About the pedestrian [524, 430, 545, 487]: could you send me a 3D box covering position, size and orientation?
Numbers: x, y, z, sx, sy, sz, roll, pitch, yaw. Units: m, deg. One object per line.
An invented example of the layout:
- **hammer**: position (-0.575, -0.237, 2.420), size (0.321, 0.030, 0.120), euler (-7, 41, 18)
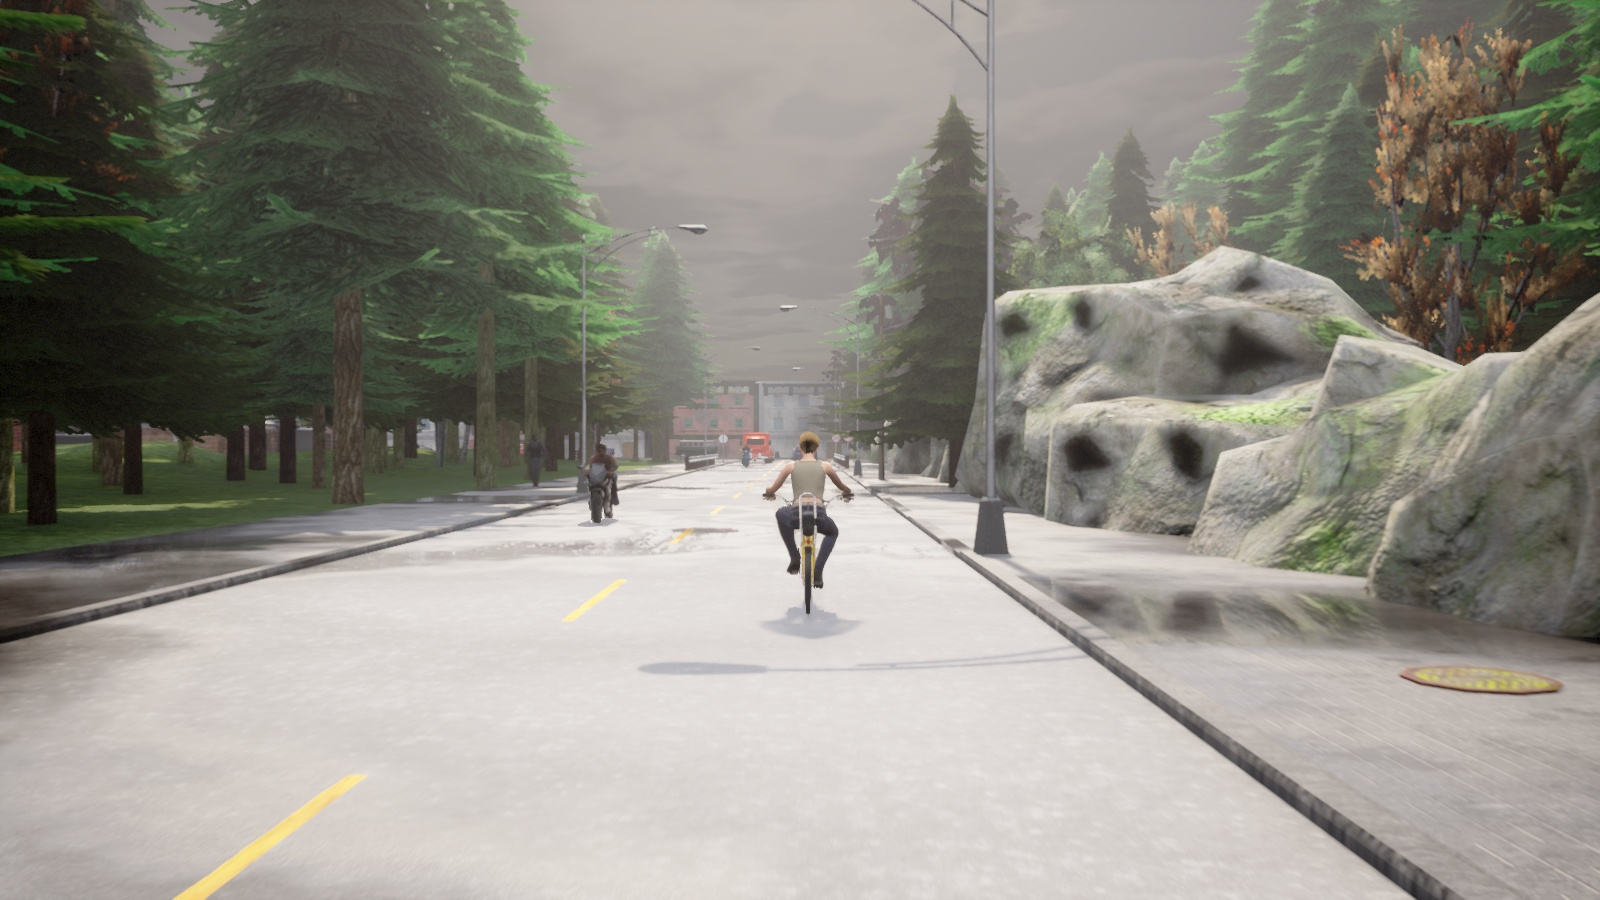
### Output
- **pedestrian**: position (-8.795, 0.274, 41.613), size (0.563, 1.883, 0.849), euler (0, 0, -2)

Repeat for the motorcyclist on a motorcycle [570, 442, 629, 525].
- **motorcyclist on a motorcycle**: position (-3.847, 0.624, 24.191), size (0.797, 1.523, 2.044), euler (0, 0, 0)

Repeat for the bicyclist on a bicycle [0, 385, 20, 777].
- **bicyclist on a bicycle**: position (-3.957, 0.593, 4.909), size (0.659, 1.776, 1.843), euler (0, 0, 0)

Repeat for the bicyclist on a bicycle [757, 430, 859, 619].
- **bicyclist on a bicycle**: position (0.076, 0.635, 11.459), size (0.866, 1.612, 1.509), euler (0, 0, 1)
